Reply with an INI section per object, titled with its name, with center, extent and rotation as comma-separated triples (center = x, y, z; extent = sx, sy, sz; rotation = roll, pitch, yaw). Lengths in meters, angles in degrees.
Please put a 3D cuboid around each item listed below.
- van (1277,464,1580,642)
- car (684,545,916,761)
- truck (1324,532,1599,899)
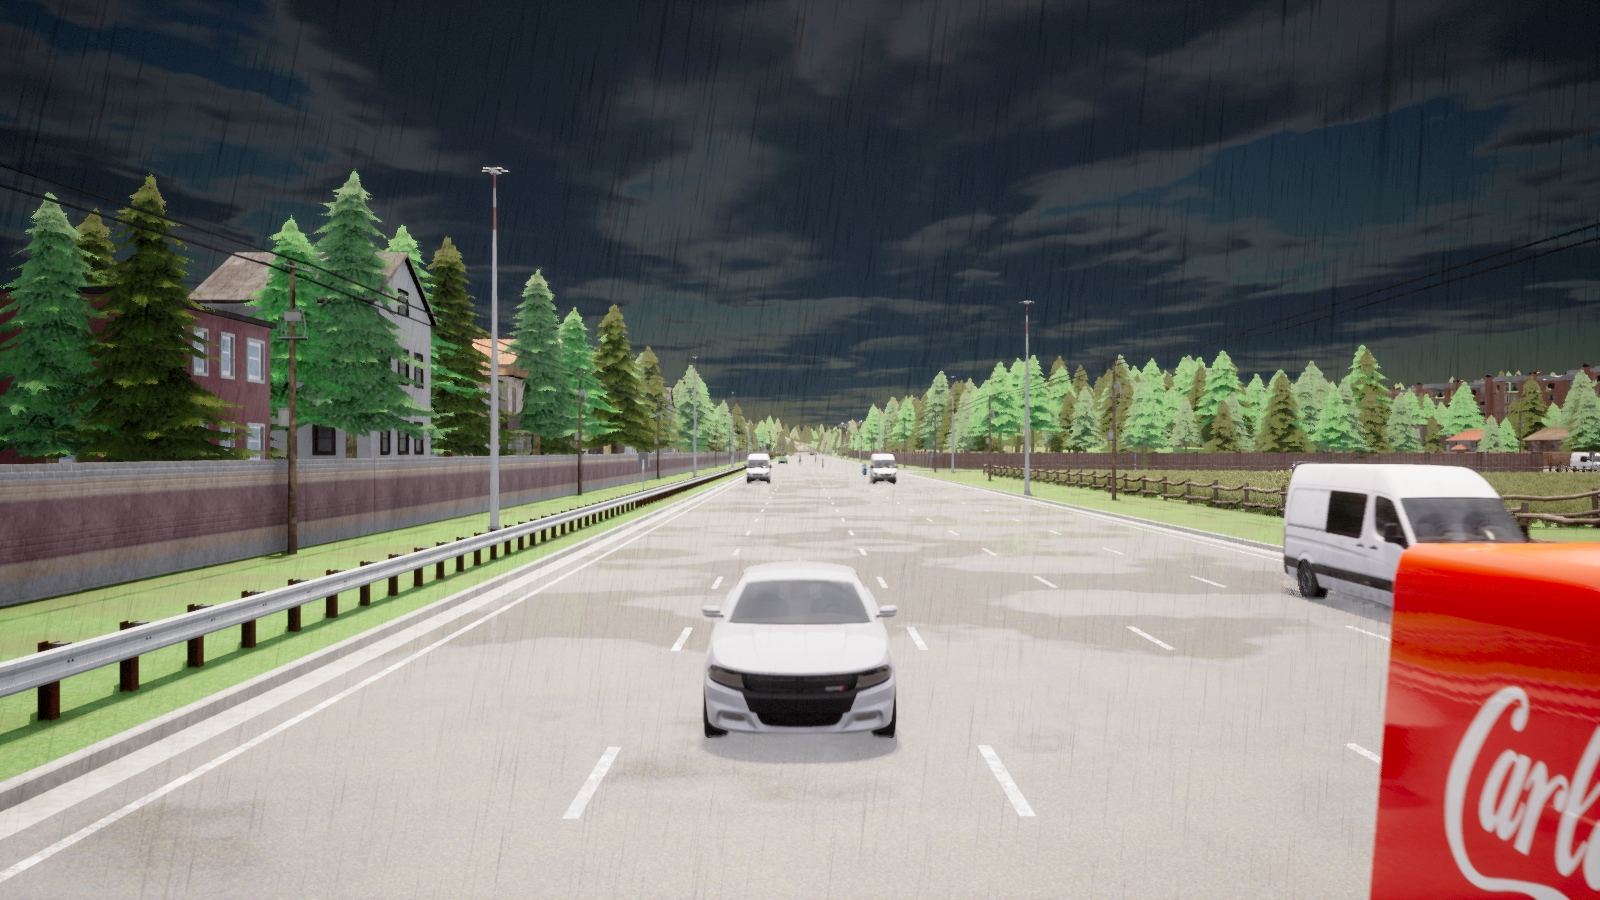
[van]
center = 10.494, 1.548, 19.786
extent = 1.988, 2.561, 5.915
rotation = 0, 0, 0
[car]
center = -0.002, 2.043, 12.828
extent = 2.097, 1.535, 5.006
rotation = 0, 0, 0
[truck]
center = 3.635, 1.580, 2.570
extent = 2.627, 2.467, 5.204
rotation = 0, -1, 2
